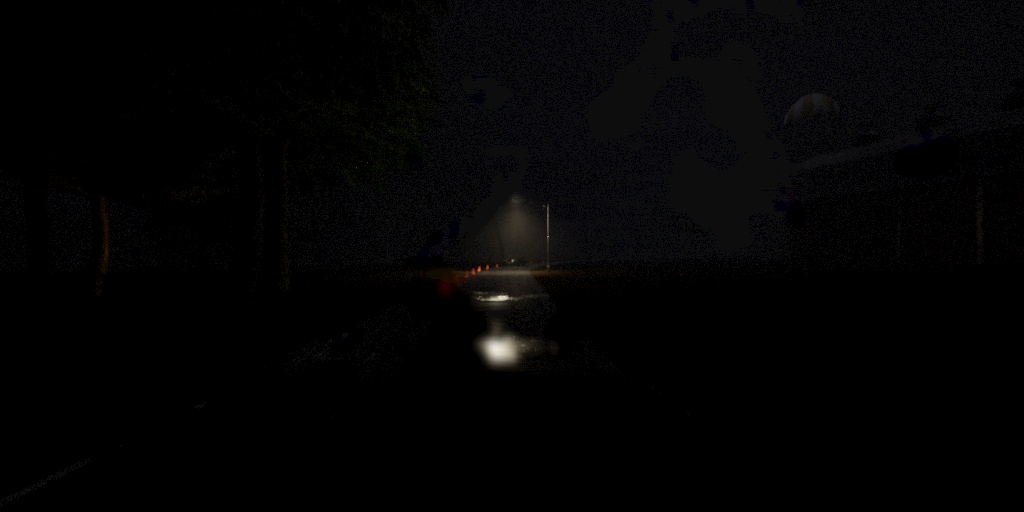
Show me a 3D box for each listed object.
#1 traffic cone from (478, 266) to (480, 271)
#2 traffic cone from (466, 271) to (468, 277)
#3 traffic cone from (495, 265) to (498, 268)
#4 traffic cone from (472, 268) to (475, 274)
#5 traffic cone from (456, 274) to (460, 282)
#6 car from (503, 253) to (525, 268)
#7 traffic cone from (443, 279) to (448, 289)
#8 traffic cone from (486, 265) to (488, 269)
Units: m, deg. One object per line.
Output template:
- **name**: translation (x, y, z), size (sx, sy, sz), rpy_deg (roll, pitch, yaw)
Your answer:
- **traffic cone**: translation (-3.729, 1.457, 40.841), size (0.340, 0.580, 0.340), rpy_deg (0, 0, 4)
- **traffic cone**: translation (-3.857, 1.538, 30.681), size (0.340, 0.580, 0.340), rpy_deg (0, 0, 0)
- **traffic cone**: translation (-2.146, 1.355, 51.136), size (0.340, 0.580, 0.340), rpy_deg (0, 0, 14)
- **traffic cone**: translation (-3.859, 1.498, 35.681), size (0.340, 0.580, 0.340), rpy_deg (0, 0, 0)
- **traffic cone**: translation (-3.856, 1.578, 25.681), size (0.340, 0.580, 0.340), rpy_deg (0, 0, 0)
- **car**: translation (0.413, 0.597, 52.662), size (2.150, 2.045, 5.566), rpy_deg (0, 1, 16)
- **traffic cone**: translation (-3.855, 1.619, 20.682), size (0.340, 0.580, 0.340), rpy_deg (0, 0, 0)
- **traffic cone**: translation (-3.161, 1.412, 46.023), size (0.340, 0.580, 0.340), rpy_deg (0, 0, 9)
